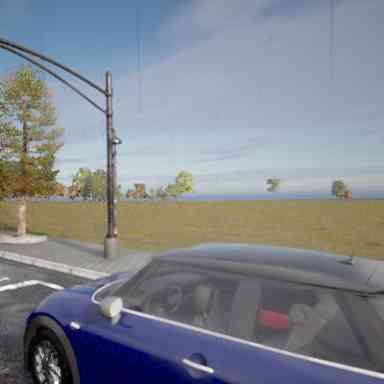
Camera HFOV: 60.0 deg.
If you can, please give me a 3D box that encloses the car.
[{"bbox_3d":[0.176,1.355,3.591,4.553,1.767,2.097,0,0,36],"label":"car"}]
